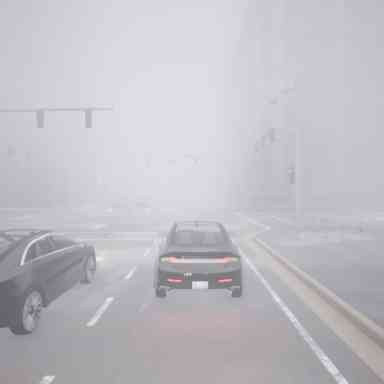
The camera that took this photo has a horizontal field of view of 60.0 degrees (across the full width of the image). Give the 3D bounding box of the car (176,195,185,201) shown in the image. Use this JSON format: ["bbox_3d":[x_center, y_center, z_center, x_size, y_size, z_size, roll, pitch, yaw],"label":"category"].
[{"bbox_3d":[-2.920,1.490,85.483,2.033,1.411,5.357,0,0,0],"label":"car"}]

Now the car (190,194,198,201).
[{"bbox_3d":[0.580,1.428,85.459,1.882,1.535,5.008,0,0,0],"label":"car"}]

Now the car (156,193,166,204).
[{"bbox_3d":[-6.614,1.481,63.984,1.837,1.490,4.892,0,0,1],"label":"car"}]

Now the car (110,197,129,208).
[{"bbox_3d":[-10.271,1.459,47.213,1.882,1.535,5.008,0,0,1],"label":"car"}]

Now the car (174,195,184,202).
[{"bbox_3d":[-2.986,1.468,75.781,1.837,1.490,4.892,0,0,0],"label":"car"}]

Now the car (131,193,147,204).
[{"bbox_3d":[-10.111,1.195,63.704,2.150,2.045,5.566,0,0,1],"label":"car"}]

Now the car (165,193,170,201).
[{"bbox_3d":[-6.462,1.180,79.385,2.150,2.045,5.566,0,0,0],"label":"car"}]

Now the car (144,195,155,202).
[{"bbox_3d":[-9.967,1.511,78.605,1.994,1.385,4.181,0,0,0],"label":"car"}]

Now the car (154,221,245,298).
[{"bbox_3d":[0.134,1.488,8.507,2.128,1.511,4.902,0,0,0],"label":"car"}]

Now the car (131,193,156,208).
[{"bbox_3d":[-6.772,1.334,47.144,2.097,1.767,4.553,0,0,1],"label":"car"}]

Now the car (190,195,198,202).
[{"bbox_3d":[0.518,1.563,76.414,1.895,1.301,4.718,0,0,0],"label":"car"}]

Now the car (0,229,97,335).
[{"bbox_3d":[-3.400,1.489,6.687,2.128,1.511,4.902,0,0,1],"label":"car"}]
